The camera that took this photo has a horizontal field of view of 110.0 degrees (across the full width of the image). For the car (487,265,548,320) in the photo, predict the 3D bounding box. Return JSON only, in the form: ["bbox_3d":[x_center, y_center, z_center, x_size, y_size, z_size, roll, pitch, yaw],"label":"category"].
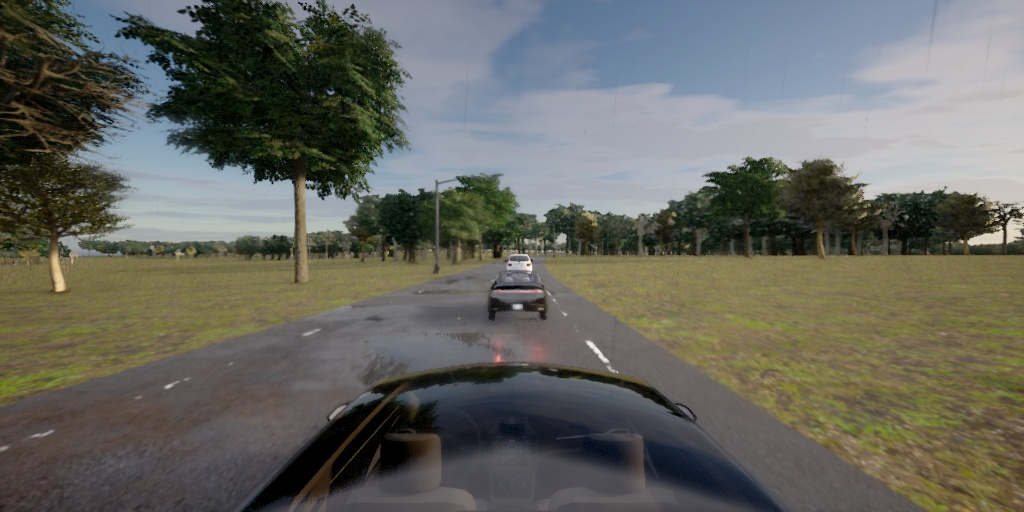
[{"bbox_3d":[0.201,1.233,12.624,2.128,1.511,4.902,0,0,1],"label":"car"}]

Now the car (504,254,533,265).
[{"bbox_3d":[0.707,0.866,32.447,2.150,2.045,5.566,0,0,2],"label":"car"}]
